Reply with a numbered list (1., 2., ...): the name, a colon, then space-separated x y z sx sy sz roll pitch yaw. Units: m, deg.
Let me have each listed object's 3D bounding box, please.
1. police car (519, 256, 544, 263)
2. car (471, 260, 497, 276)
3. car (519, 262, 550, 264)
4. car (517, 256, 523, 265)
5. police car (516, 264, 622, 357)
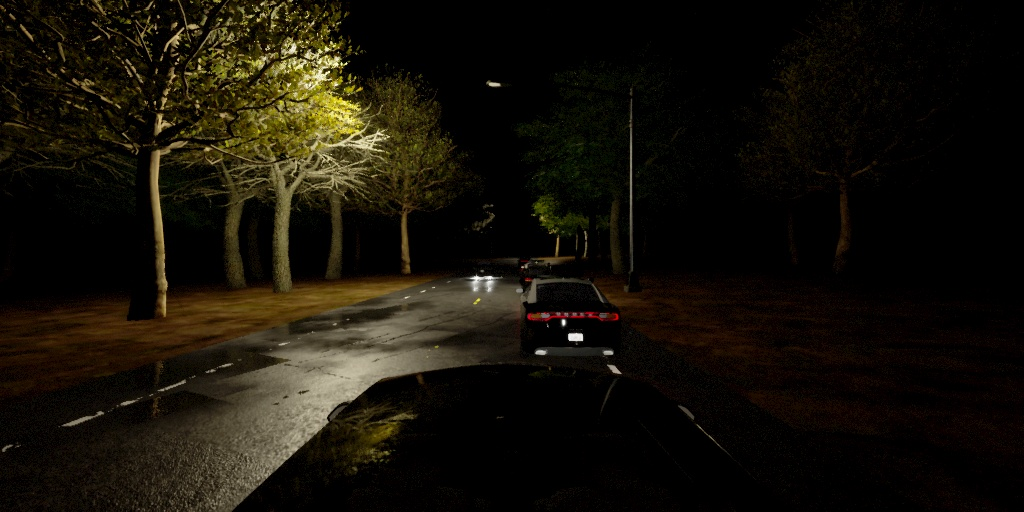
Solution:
1. police car: 1.666 1.059 24.574 1.930 1.638 5.238 0 1 3
2. car: -2.509 1.106 33.090 1.994 1.385 4.181 0 1 3
3. car: 1.405 1.216 18.488 1.812 1.442 4.674 0 0 2
4. car: 1.819 0.838 50.133 1.837 1.490 4.892 0 1 2
5. police car: 1.126 1.166 8.660 1.930 1.638 5.238 0 0 1
